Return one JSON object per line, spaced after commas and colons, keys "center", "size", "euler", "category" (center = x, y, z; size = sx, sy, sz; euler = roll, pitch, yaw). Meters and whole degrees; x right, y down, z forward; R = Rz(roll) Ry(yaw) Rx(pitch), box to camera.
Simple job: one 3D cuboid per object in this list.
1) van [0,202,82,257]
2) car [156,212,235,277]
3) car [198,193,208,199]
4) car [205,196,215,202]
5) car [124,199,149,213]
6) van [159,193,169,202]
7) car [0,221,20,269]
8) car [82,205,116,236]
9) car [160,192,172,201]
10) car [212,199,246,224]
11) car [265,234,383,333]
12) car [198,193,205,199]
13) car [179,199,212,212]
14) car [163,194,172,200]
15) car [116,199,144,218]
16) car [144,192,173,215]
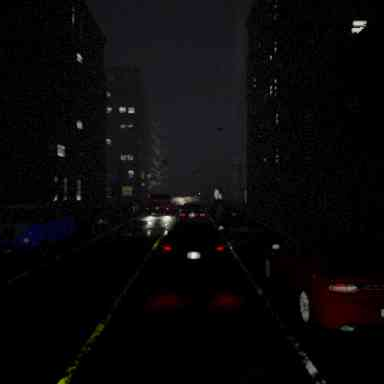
{"center": [-5.679, 1.278, 12.315], "size": [1.690, 1.788, 3.998], "euler": [0, 0, 0], "category": "van"}
{"center": [0.063, 1.511, 10.101], "size": [1.994, 1.385, 4.181], "euler": [0, 0, 0], "category": "car"}
{"center": [2.707, 1.266, 66.802], "size": [1.802, 1.307, 4.206], "euler": [0, 0, 0], "category": "car"}
{"center": [2.703, 1.395, 34.396], "size": [1.947, 1.339, 4.313], "euler": [0, 0, 0], "category": "car"}
{"center": [-5.678, 1.411, 34.410], "size": [1.802, 1.307, 4.206], "euler": [0, 0, 0], "category": "car"}
{"center": [-5.672, 1.025, 66.803], "size": [1.690, 1.788, 3.998], "euler": [0, 0, 0], "category": "van"}
{"center": [-5.682, 1.531, 6.792], "size": [1.947, 1.339, 4.313], "euler": [0, 0, 0], "category": "car"}
{"center": [-5.680, 1.454, 17.839], "size": [1.887, 1.381, 4.507], "euler": [0, 0, 0], "category": "car"}
{"center": [-5.671, 0.976, 72.330], "size": [2.192, 1.841, 5.009], "euler": [0, 0, 0], "category": "car"}
{"center": [2.701, 1.449, 23.349], "size": [1.947, 1.339, 4.313], "euler": [0, 0, 0], "category": "car"}
{"center": [2.699, 1.510, 6.779], "size": [1.887, 1.381, 4.507], "euler": [0, 0, 0], "category": "car"}
{"center": [2.711, 1.010, 94.439], "size": [1.967, 1.590, 4.097], "euler": [0, 0, 0], "category": "car"}
{"center": [0.048, 1.432, 22.944], "size": [2.033, 1.411, 5.357], "euler": [0, 0, 0], "category": "car"}
{"center": [-5.672, 1.182, 77.859], "size": [1.887, 1.381, 4.507], "euler": [0, 0, 0], "category": "car"}
{"center": [-5.679, 1.421, 28.886], "size": [1.947, 1.339, 4.313], "euler": [0, 0, 0], "category": "car"}
{"center": [-3.060, 1.063, 32.299], "size": [2.150, 2.045, 5.566], "euler": [0, 0, 0], "category": "car"}
